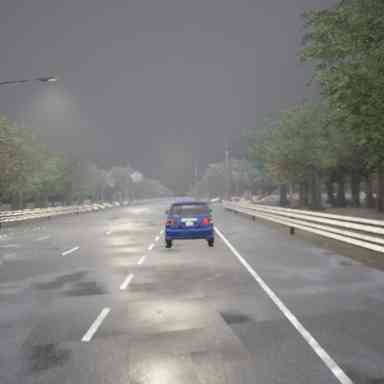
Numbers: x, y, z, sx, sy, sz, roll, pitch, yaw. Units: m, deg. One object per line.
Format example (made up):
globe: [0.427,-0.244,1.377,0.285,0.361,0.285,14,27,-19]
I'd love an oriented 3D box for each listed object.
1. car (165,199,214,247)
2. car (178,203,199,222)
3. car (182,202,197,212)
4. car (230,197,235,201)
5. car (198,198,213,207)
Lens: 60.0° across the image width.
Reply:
car: [-0.145,1.435,16.369,2.150,2.045,5.566,-2,-1,-1]
car: [-0.355,1.874,32.029,1.882,1.535,5.008,-2,-1,-1]
car: [-0.356,2.180,49.555,1.895,1.301,4.718,-2,-1,3]
car: [10.474,2.167,87.057,2.128,1.511,4.902,-2,-1,31]
car: [2.729,2.170,68.165,1.882,1.535,5.008,-2,-1,16]
